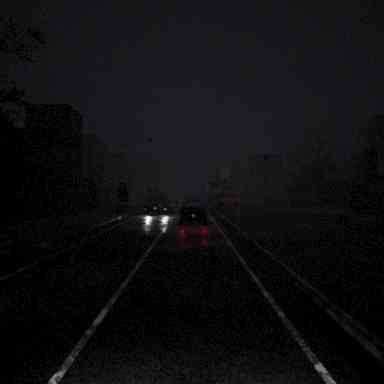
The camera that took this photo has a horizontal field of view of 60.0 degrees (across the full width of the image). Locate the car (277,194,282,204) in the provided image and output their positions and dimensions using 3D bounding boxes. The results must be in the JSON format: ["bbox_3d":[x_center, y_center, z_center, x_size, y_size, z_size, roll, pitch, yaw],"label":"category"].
[{"bbox_3d":[18.680,1.515,59.516,5.366,1.575,1.946,0,-1,0],"label":"car"}]

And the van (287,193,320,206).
[{"bbox_3d":[18.422,1.209,54.063,4.442,1.987,1.878,0,-1,0],"label":"van"}]

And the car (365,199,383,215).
[{"bbox_3d":[18.751,1.236,30.096,4.553,1.767,2.185,0,0,0],"label":"car"}]

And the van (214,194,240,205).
[{"bbox_3d":[6.333,1.311,60.567,4.442,1.987,1.878,0,-1,0],"label":"van"}]

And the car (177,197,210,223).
[{"bbox_3d":[0.097,1.410,24.525,1.882,1.535,5.008,0,0,0],"label":"car"}]

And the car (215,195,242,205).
[{"bbox_3d":[6.273,1.355,57.527,4.553,1.767,2.185,0,-1,0],"label":"car"}]

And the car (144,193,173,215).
[{"bbox_3d":[-3.356,1.127,32.984,2.150,2.045,5.566,0,0,0],"label":"car"}]

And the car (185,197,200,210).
[{"bbox_3d":[0.084,1.387,41.869,1.837,1.490,4.892,0,0,0],"label":"car"}]

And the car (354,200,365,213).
[{"bbox_3d":[18.679,1.394,33.267,4.674,1.452,2.002,0,0,0],"label":"car"}]

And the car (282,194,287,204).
[{"bbox_3d":[18.701,1.471,56.856,5.366,1.575,1.946,0,-1,0],"label":"car"}]

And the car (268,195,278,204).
[{"bbox_3d":[18.419,1.383,65.236,5.566,2.045,2.435,0,-2,-1],"label":"car"}]

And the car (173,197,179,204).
[{"bbox_3d":[-3.359,1.922,73.922,1.882,1.535,5.008,0,-2,0],"label":"car"}]

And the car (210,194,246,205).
[{"bbox_3d":[6.081,1.436,54.606,5.366,1.575,1.946,0,-1,0],"label":"car"}]
